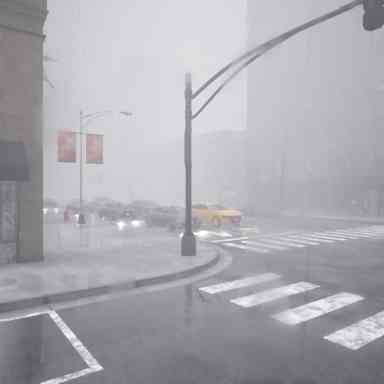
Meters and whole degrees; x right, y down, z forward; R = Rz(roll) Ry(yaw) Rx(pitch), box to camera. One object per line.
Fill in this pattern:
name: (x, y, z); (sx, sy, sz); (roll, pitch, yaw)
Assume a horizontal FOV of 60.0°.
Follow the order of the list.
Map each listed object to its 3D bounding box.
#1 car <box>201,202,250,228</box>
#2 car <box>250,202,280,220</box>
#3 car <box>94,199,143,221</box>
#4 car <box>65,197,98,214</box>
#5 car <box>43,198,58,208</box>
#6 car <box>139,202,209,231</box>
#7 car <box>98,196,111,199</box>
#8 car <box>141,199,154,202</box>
car: (1.298, 1.451, 22.518); (1.882, 1.535, 5.008); (0, 0, -35)
car: (5.403, 1.524, 28.291); (1.994, 1.385, 4.181); (0, 0, -36)
car: (-6.131, 1.529, 27.253); (1.994, 1.385, 4.181); (0, 0, -37)
car: (-12.058, 1.475, 35.504); (1.812, 1.442, 4.674); (0, 0, -36)
car: (-20.639, 1.528, 47.539); (1.895, 1.301, 4.718); (0, 0, -35)
car: (-1.210, 1.541, 20.437); (1.994, 1.385, 4.181); (0, 0, -36)
car: (-10.241, 1.295, 38.540); (2.097, 1.767, 4.553); (0, 0, -36)
car: (-4.252, 1.463, 30.216); (1.837, 1.490, 4.892); (0, 0, -36)
